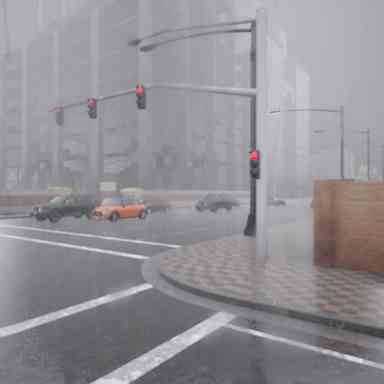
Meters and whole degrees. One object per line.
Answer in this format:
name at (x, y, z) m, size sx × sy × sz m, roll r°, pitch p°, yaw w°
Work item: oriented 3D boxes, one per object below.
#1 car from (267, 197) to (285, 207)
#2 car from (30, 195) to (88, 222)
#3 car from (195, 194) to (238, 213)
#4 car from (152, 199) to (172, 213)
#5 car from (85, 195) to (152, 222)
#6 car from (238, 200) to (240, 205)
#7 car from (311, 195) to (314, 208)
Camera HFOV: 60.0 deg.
car at (13.175, 1.537, 52.425) m, size 1.812 × 1.442 × 4.674 m, roll 0°, pitch 0°, yaw 36°
car at (-9.901, 1.234, 26.655) m, size 2.150 × 2.045 × 5.566 m, roll 0°, pitch 0°, yaw 36°
car at (2.638, 1.230, 38.012) m, size 2.150 × 2.045 × 5.566 m, roll 0°, pitch 0°, yaw 36°
car at (-4.109, 1.516, 34.660) m, size 1.837 × 1.490 × 4.892 m, roll 0°, pitch 0°, yaw 36°
car at (-5.734, 1.362, 26.442) m, size 2.097 × 1.767 × 4.553 m, roll 0°, pitch 0°, yaw 36°
car at (4.960, 1.503, 47.158) m, size 2.128 × 1.511 × 4.902 m, roll 0°, pitch 0°, yaw 36°
car at (18.486, 1.533, 47.641) m, size 1.812 × 1.442 × 4.674 m, roll 0°, pitch 0°, yaw 36°
